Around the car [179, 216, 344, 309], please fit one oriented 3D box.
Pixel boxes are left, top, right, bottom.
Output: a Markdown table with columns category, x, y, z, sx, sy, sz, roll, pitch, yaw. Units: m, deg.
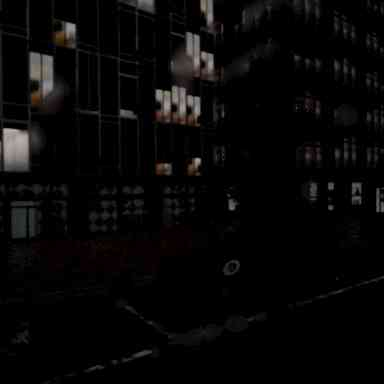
| category | x | y | z | sx | sy | sz | roll | pitch | yaw |
| --- | --- | --- | --- | --- | --- | --- | --- | --- | --- |
| car | 1.678 | 1.422 | 7.766 | 4.097 | 1.590 | 1.967 | 0 | 0 | -35 |
